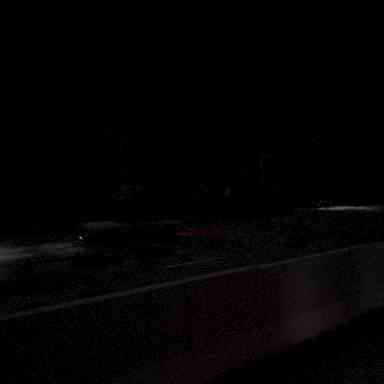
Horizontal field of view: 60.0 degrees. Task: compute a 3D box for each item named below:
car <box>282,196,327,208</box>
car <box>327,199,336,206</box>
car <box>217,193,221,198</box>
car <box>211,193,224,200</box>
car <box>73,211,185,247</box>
[{"bbox_3d":[12.814,1.140,38.831,1.895,1.301,4.718,-1,1,-35],"label":"car"},{"bbox_3d":[15.341,1.087,41.443,1.895,1.301,4.718,-1,1,-36],"label":"car"},{"bbox_3d":[4.385,1.036,57.029,2.033,1.411,5.357,-1,1,-35],"label":"car"},{"bbox_3d":[5.427,0.876,70.310,1.994,1.385,4.181,-1,1,-6],"label":"car"},{"bbox_3d":[-2.740,1.538,14.907,4.718,1.301,1.895,-1,1,-35],"label":"car"}]
